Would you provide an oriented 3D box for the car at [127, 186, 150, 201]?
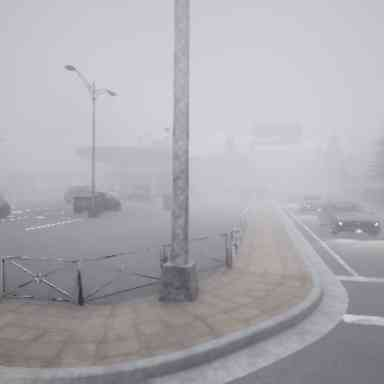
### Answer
[{"bbox_3d":[-6.646,0.131,42.084,1.905,1.878,3.866,1,1,12],"label":"car"}]

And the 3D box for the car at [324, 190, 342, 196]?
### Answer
[{"bbox_3d":[15.662,0.552,37.757,2.097,1.767,4.553,1,1,12],"label":"car"}]

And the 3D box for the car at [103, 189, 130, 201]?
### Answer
[{"bbox_3d":[-9.779,0.353,43.364,1.970,1.475,3.806,1,1,12],"label":"car"}]

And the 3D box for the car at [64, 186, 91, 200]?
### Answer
[{"bbox_3d":[-11.464,0.258,35.050,1.932,1.855,4.605,1,1,12],"label":"car"}]

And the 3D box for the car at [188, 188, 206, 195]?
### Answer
[{"bbox_3d":[0.802,-0.131,75.264,4.611,1.667,2.242,1,1,12],"label":"car"}]

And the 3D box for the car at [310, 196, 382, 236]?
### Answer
[{"bbox_3d":[7.317,1.144,16.052,2.033,1.411,5.357,1,1,12],"label":"car"}]

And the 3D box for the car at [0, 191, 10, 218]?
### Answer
[{"bbox_3d":[-11.727,0.780,17.687,1.970,1.475,3.806,1,1,12],"label":"car"}]

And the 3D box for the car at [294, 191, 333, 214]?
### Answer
[{"bbox_3d":[9.473,0.896,26.232,1.837,1.490,4.892,1,1,12],"label":"car"}]

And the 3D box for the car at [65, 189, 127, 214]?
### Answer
[{"bbox_3d":[-6.707,0.761,23.844,2.007,1.523,4.514,1,1,12],"label":"car"}]

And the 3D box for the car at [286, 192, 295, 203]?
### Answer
[{"bbox_3d":[12.724,0.688,41.306,1.895,1.301,4.718,1,1,12],"label":"car"}]
